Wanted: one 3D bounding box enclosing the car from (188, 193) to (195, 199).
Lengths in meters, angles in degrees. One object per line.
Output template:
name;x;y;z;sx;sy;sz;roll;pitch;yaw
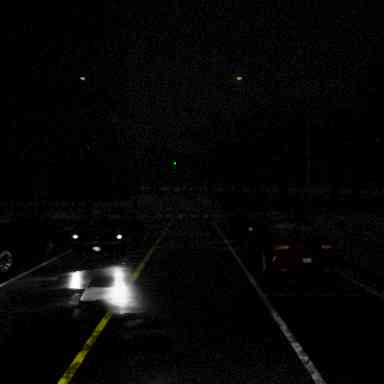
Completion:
car;-0.052;1.149;89.209;1.882;1.535;5.008;0;0;0

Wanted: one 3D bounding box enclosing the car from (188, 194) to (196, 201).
car;-0.021;1.293;78.793;2.128;1.511;4.902;0;0;0

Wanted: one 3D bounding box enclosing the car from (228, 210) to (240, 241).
car;2.758;1.481;15.859;1.947;1.339;4.313;-1;0;0

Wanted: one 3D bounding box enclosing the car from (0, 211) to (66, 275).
car;-5.768;1.509;10.223;1.947;1.339;4.313;-1;0;0

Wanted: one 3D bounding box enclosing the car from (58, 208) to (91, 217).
car;-5.767;1.466;15.891;2.008;1.369;4.403;-1;0;0

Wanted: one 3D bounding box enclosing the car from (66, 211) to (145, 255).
car;-3.084;1.530;13.009;1.895;1.301;4.718;0;0;0

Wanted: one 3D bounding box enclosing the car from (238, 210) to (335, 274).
car;2.757;1.487;10.190;1.887;1.381;4.507;-1;0;0
